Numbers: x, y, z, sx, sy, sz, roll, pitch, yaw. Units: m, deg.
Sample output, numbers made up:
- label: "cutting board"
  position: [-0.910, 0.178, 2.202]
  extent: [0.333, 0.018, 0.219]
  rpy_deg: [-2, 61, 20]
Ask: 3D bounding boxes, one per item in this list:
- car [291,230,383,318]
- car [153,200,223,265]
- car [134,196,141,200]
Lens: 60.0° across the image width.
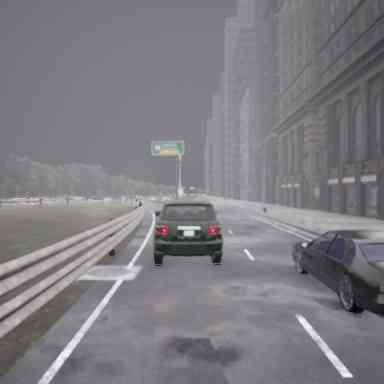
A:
- label: "car"
  position: [3.850, 1.586, 7.646]
  extent: [2.033, 1.411, 5.357]
  rpy_deg: [0, 0, 1]
- label: "car"
  position: [-0.202, 1.292, 12.197]
  extent: [2.150, 2.045, 5.566]
  rpy_deg: [0, 0, -2]
- label: "car"
  position: [-14.091, 1.828, 85.247]
  extent: [2.033, 1.411, 5.357]
  rpy_deg: [0, 0, -14]
